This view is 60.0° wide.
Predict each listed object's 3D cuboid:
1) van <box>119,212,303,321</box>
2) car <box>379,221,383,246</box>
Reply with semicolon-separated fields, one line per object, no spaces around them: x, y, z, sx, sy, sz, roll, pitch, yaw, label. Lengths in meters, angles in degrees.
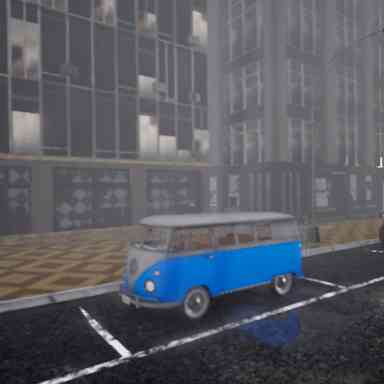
0.566;1.336;6.982;3.998;1.788;1.690;0;-1;-35;van
9.578;1.295;13.410;5.009;1.841;2.192;0;-1;-35;car
